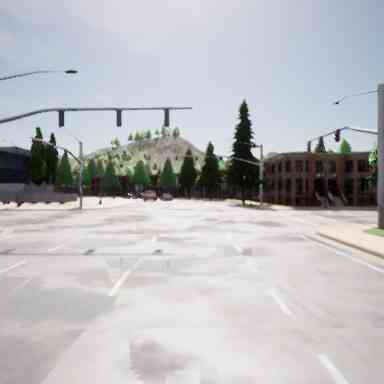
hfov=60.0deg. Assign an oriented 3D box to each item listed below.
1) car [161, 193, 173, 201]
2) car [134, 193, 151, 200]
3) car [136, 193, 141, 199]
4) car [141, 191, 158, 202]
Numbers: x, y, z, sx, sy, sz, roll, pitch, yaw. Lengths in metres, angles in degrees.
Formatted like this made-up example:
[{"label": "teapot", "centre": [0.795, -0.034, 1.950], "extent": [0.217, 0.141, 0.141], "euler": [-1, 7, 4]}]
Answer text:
[{"label": "car", "centre": [-4.987, 1.071, 66.685], "extent": [1.837, 1.490, 4.892], "euler": [1, 1, -15]}, {"label": "car", "centre": [-11.917, 0.997, 80.516], "extent": [2.128, 1.511, 4.902], "euler": [0, 0, -35]}, {"label": "car", "centre": [-14.901, 1.027, 78.672], "extent": [2.033, 1.411, 5.357], "euler": [0, 0, -38]}, {"label": "car", "centre": [-8.072, 0.803, 64.662], "extent": [2.150, 2.045, 5.566], "euler": [0, 1, -14]}]
